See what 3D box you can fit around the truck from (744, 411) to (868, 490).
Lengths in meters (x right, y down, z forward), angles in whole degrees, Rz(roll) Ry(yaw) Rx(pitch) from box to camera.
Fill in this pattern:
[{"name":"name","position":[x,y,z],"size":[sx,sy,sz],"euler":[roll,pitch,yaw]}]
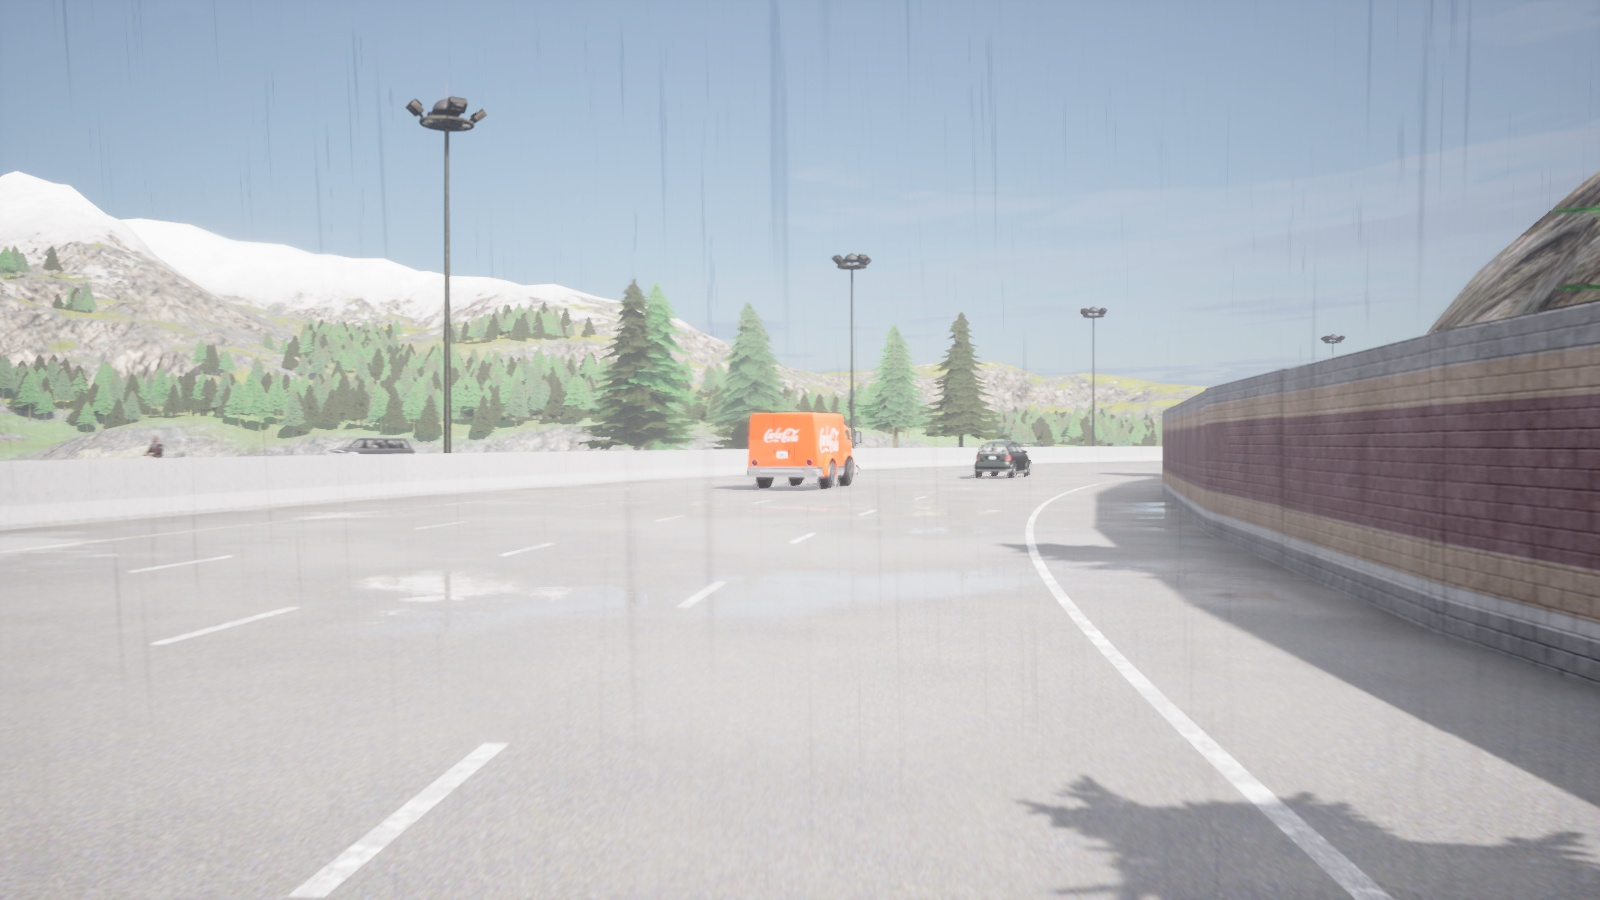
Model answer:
[{"name":"truck","position":[0.312,0.022,42.125],"size":[2.627,2.467,5.204],"euler":[0,0,19]}]

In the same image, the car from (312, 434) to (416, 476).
[{"name":"car","position":[-19.991,0.218,57.764],"size":[1.932,1.855,4.605],"euler":[0,0,22]}]

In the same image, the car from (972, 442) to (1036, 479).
[{"name":"car","position":[8.803,0.429,53.976],"size":[1.789,1.549,3.705],"euler":[0,0,25]}]
